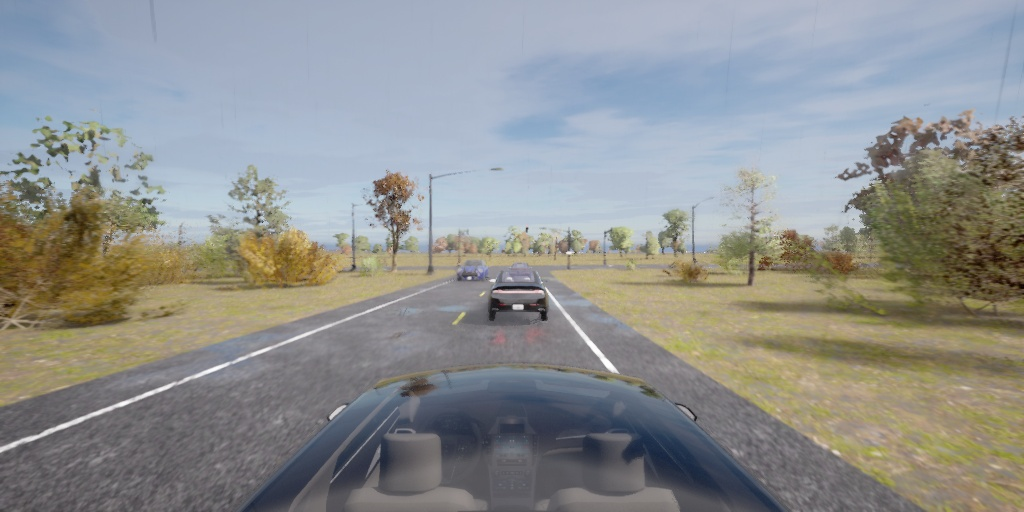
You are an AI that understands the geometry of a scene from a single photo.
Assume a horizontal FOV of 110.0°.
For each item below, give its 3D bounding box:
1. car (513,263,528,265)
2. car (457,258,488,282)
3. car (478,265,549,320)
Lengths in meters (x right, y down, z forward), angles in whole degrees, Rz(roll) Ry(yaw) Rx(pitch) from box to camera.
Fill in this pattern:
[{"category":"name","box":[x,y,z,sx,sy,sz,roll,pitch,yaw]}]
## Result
[{"category":"car","box":[0.724,1.258,30.597,2.033,1.411,5.357,0,0,2]},{"category":"car","box":[-3.039,1.061,28.651,2.097,1.767,4.553,0,0,2]},{"category":"car","box":[0.214,1.232,12.563,2.128,1.511,4.902,0,0,1]}]
